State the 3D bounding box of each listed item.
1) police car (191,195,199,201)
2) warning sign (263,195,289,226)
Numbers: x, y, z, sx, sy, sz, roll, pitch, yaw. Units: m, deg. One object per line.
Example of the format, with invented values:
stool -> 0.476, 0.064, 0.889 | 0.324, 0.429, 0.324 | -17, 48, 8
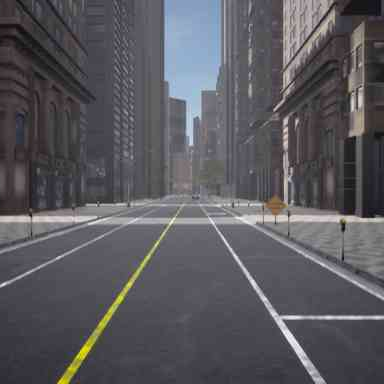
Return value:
police car -> 0.900, 1.489, 87.263 | 1.930, 1.638, 5.238 | 0, 0, 0
warning sign -> 5.067, 1.101, 20.152 | 1.300, 1.860, 1.060 | 0, 0, 0
